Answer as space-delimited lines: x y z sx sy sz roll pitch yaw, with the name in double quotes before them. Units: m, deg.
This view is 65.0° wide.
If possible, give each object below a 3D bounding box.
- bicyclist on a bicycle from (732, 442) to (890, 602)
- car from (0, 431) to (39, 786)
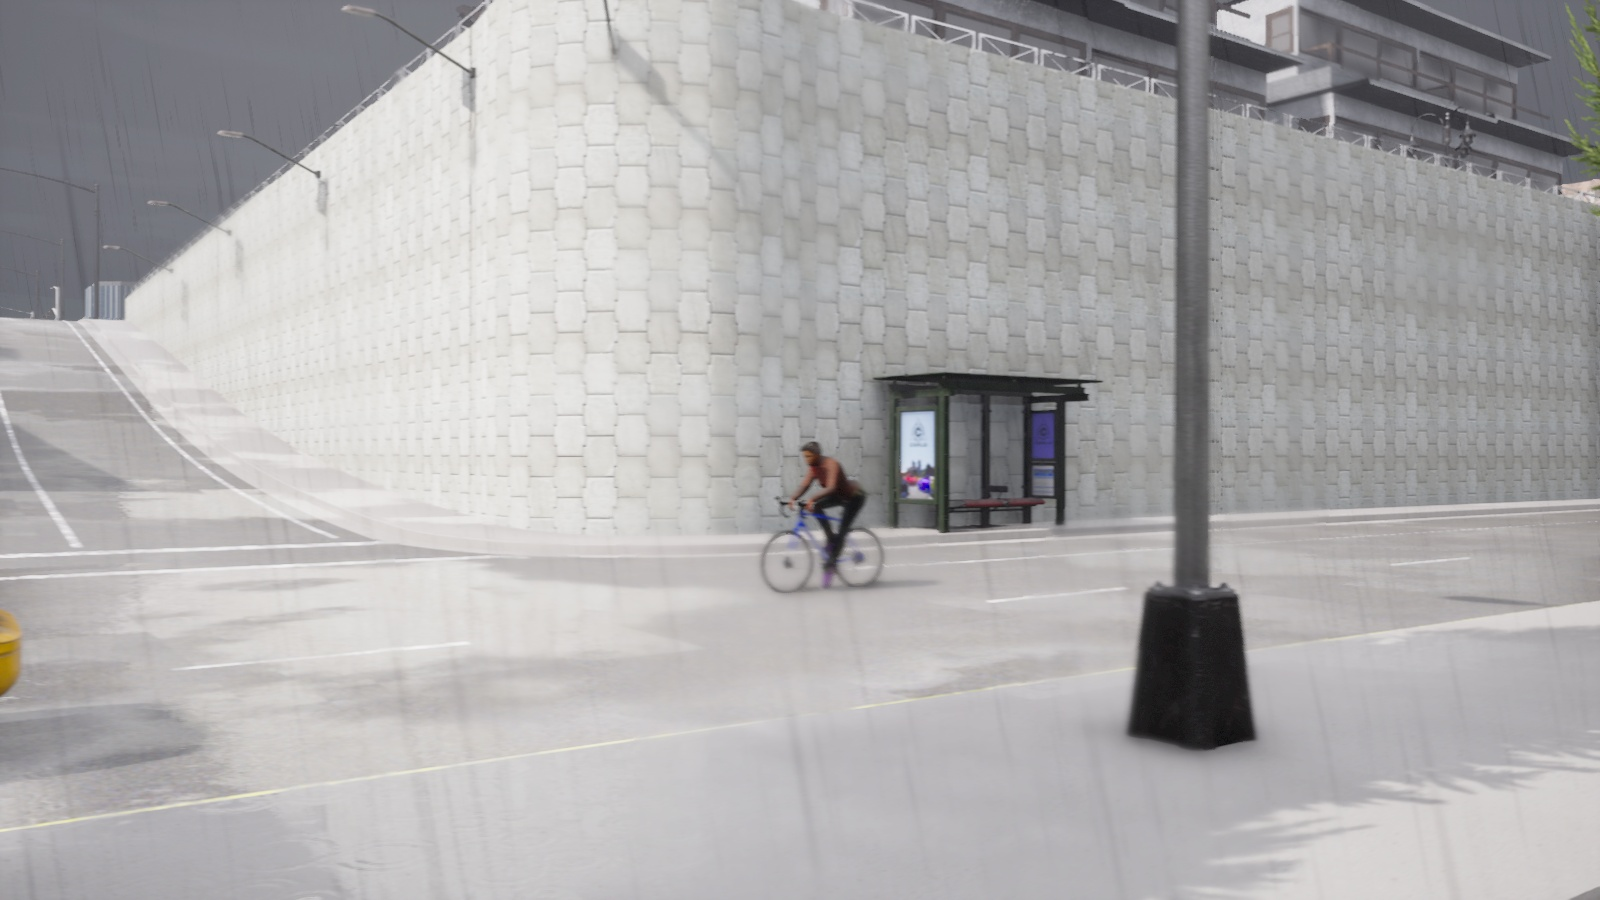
"bicyclist on a bicycle" 0.136 0.730 13.500 1.656 1.620 0.582 0 0 -35
"car" -6.144 0.703 4.864 5.366 1.575 1.801 0 0 -35
